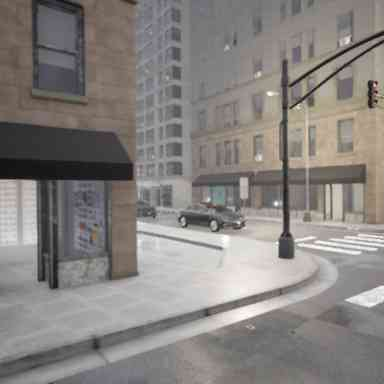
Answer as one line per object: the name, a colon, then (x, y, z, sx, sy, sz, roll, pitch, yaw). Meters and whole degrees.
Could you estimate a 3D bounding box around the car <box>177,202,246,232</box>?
car: (1.014, 1.372, 19.217, 1.837, 1.490, 4.892, -1, 1, -36)

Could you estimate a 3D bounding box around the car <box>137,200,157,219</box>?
car: (-4.657, 1.343, 27.024, 1.882, 1.535, 5.008, -1, 1, -36)
